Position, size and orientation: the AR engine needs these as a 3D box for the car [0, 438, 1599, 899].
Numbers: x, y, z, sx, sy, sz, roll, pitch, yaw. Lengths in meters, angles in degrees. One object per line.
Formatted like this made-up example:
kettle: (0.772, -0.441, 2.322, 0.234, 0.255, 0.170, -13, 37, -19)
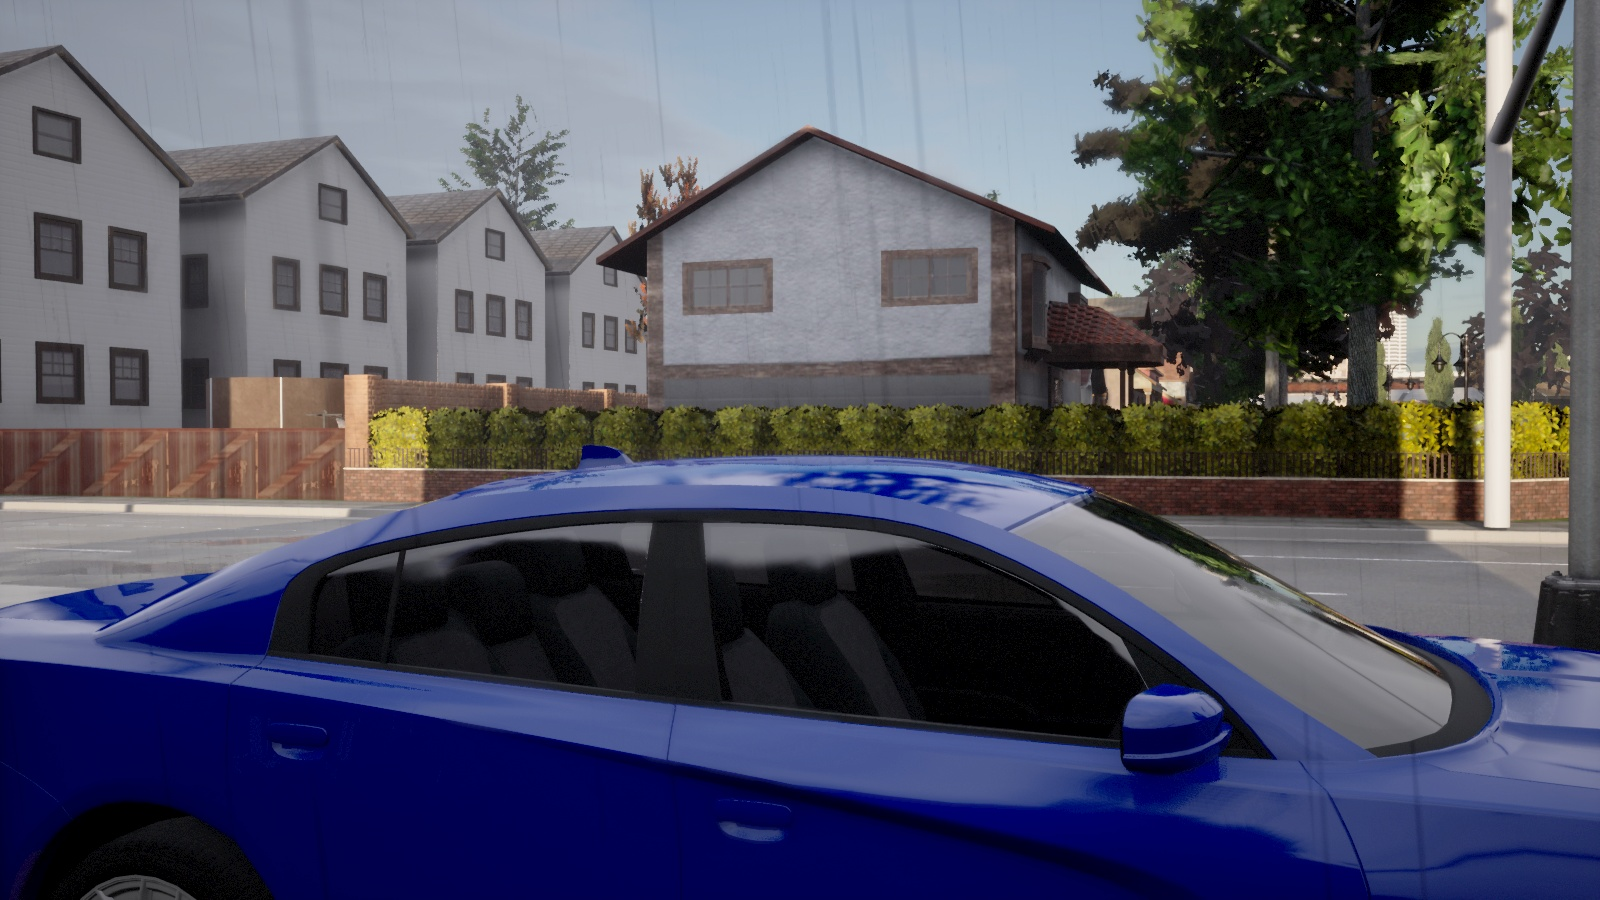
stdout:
car: (0.253, 0.755, 3.108, 5.008, 1.535, 1.882, 1, 1, 19)
